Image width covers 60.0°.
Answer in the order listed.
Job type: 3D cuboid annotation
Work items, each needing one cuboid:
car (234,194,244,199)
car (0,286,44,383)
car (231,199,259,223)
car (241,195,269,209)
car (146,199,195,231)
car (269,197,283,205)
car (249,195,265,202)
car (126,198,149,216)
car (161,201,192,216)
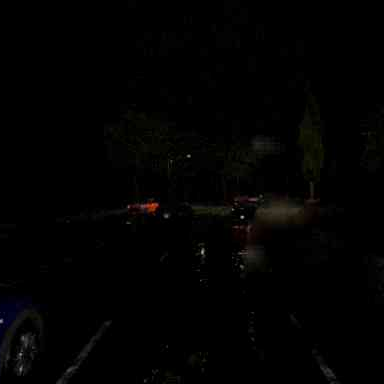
[{"bbox_3d":[10.686,1.327,72.620,2.097,1.767,4.553,-1,0,26],"label":"car"},{"bbox_3d":[-2.993,1.362,2.501,2.097,1.767,4.553,0,0,1],"label":"car"},{"bbox_3d":[4.198,1.573,26.678,1.837,1.490,4.892,0,0,13],"label":"car"},{"bbox_3d":[8.677,1.501,45.345,2.128,1.511,4.902,-1,0,23],"label":"car"},{"bbox_3d":[-1.114,1.435,21.284,2.097,1.767,4.553,0,0,10],"label":"car"},{"bbox_3d":[14.632,1.509,58.413,1.994,1.385,4.181,-1,0,26],"label":"car"},{"bbox_3d":[14.233,1.310,72.500,2.033,1.411,5.357,-1,0,26],"label":"car"},{"bbox_3d":[-5.029,1.477,34.495,2.097,1.767,4.553,0,0,16],"label":"car"},{"bbox_3d":[-1.521,1.667,34.991,1.994,1.385,4.181,0,0,16],"label":"car"}]
